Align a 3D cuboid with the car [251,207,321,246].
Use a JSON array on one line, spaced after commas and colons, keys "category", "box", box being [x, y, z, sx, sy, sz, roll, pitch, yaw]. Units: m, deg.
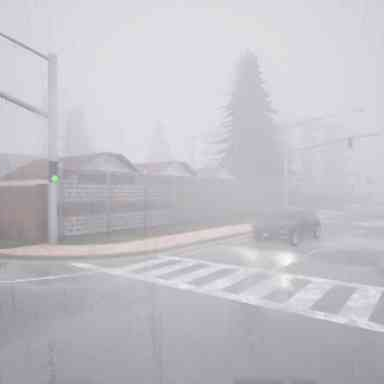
[{"category": "car", "box": [4.474, 1.506, 15.428, 1.837, 1.490, 4.892, 0, 0, 38]}]
